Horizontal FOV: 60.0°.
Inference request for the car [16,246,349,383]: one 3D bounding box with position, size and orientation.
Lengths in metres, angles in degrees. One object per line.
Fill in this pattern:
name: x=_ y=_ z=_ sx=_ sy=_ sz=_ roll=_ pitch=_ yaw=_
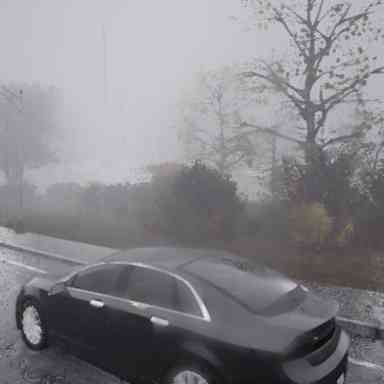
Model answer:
car: x=-0.554 y=1.516 z=4.562 sx=4.892 sy=1.490 sz=1.837 roll=0 pitch=0 yaw=37
